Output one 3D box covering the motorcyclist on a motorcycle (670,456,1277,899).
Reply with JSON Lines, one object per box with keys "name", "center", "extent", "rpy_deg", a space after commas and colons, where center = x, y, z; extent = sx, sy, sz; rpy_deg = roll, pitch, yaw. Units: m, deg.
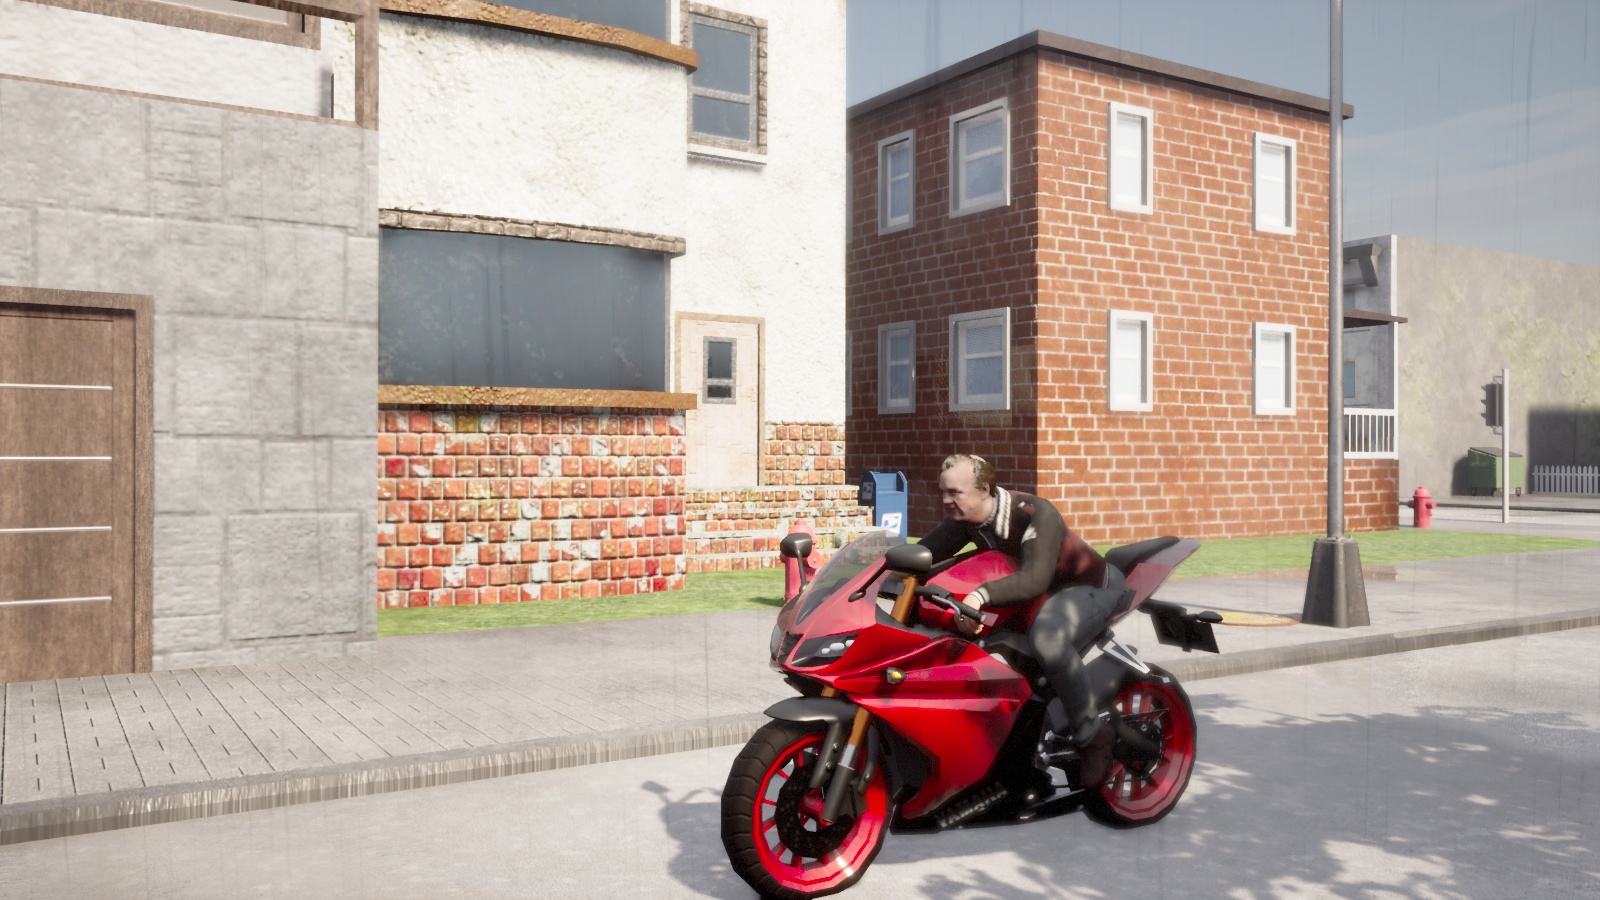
{"name": "motorcyclist on a motorcycle", "center": [0.696, 0.790, 4.678], "extent": [2.191, 1.530, 0.866], "rpy_deg": [0, 0, -32]}
